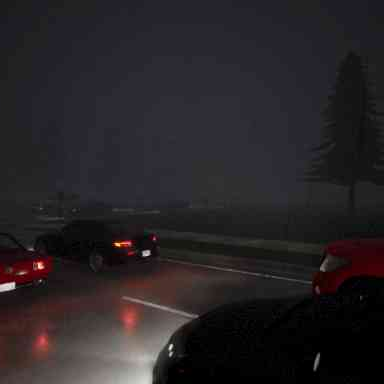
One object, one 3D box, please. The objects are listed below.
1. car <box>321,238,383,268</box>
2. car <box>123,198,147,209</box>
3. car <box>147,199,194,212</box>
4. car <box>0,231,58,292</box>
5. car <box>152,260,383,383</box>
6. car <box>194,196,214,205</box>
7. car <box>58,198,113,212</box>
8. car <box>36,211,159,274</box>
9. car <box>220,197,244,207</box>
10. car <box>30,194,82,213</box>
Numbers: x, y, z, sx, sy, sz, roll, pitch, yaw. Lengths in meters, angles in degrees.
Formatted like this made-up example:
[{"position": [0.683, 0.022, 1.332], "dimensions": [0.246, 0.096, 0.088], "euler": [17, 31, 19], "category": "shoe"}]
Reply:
[{"position": [4.752, 1.222, 4.876], "dimensions": [5.566, 2.045, 2.150], "euler": [0, 0, 36], "category": "car"}, {"position": [-7.145, 1.525, 44.900], "dimensions": [1.812, 1.442, 4.674], "euler": [0, 0, 37], "category": "car"}, {"position": [-2.437, 1.547, 39.512], "dimensions": [2.033, 1.411, 5.357], "euler": [0, 0, 37], "category": "car"}, {"position": [-5.453, 1.601, 7.919], "dimensions": [4.718, 1.301, 1.895], "euler": [0, 0, 36], "category": "car"}, {"position": [1.659, 1.564, 2.797], "dimensions": [4.181, 1.385, 1.994], "euler": [0, 0, 36], "category": "car"}, {"position": [1.921, 1.477, 57.097], "dimensions": [1.882, 1.535, 5.008], "euler": [0, 0, 37], "category": "car"}, {"position": [-9.332, 1.525, 30.199], "dimensions": [1.812, 1.442, 4.674], "euler": [0, 0, 36], "category": "car"}, {"position": [-3.119, 1.526, 10.548], "dimensions": [4.674, 1.442, 1.812], "euler": [0, 0, 36], "category": "car"}, {"position": [6.195, 1.477, 51.122], "dimensions": [1.882, 1.535, 5.008], "euler": [0, 0, 37], "category": "car"}, {"position": [-14.184, 1.222, 35.429], "dimensions": [2.150, 2.045, 5.566], "euler": [0, 0, 36], "category": "car"}]
